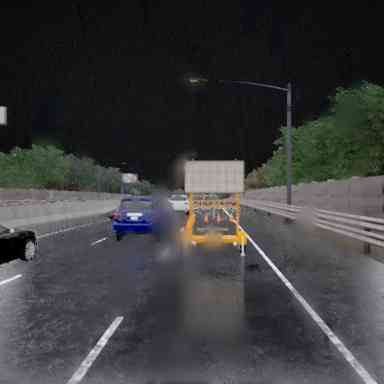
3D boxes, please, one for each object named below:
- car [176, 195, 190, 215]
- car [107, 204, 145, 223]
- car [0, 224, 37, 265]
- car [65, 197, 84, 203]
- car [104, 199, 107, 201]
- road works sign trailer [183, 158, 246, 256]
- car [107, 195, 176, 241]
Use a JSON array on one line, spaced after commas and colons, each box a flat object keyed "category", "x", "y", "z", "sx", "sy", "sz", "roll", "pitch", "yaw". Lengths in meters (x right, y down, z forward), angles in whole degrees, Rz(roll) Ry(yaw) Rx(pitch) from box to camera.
[{"category": "car", "x": -1.248, "y": 1.375, "z": 36.135, "sx": 2.150, "sy": 2.045, "sz": 5.566, "roll": 0, "pitch": 0, "yaw": 3}, {"category": "car", "x": -5.256, "y": 1.671, "z": 27.051, "sx": 1.895, "sy": 1.301, "sz": 4.718, "roll": 0, "pitch": 0, "yaw": 3}, {"category": "car", "x": -6.258, "y": 1.477, "z": 9.230, "sx": 1.882, "sy": 1.535, "sz": 5.008, "roll": 0, "pitch": 0, "yaw": 3}, {"category": "car", "x": -21.089, "y": 1.722, "z": 59.867, "sx": 2.097, "sy": 1.767, "sz": 4.553, "roll": 0, "pitch": -1, "yaw": 4}, {"category": "car", "x": -17.065, "y": 2.077, "z": 68.210, "sx": 1.895, "sy": 1.301, "sz": 4.718, "roll": 0, "pitch": -1, "yaw": 3}, {"category": "road works sign trailer", "x": 0.880, "y": 0.469, "z": 13.194, "sx": 2.380, "sy": 3.560, "sz": 2.880, "roll": 0, "pitch": 0, "yaw": 3}, {"category": "car", "x": -2.319, "y": 1.237, "z": 16.956, "sx": 2.150, "sy": 2.045, "sz": 5.566, "roll": 0, "pitch": 0, "yaw": 3}]
